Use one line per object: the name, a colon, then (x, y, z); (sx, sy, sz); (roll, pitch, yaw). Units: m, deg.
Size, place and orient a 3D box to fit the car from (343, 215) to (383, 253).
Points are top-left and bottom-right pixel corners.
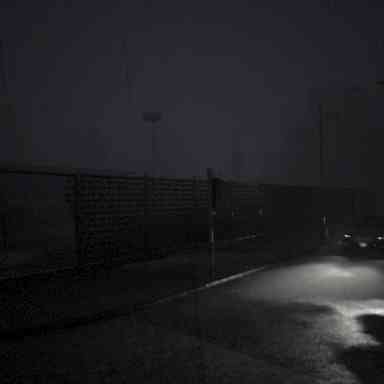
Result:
car: (8.163, 1.780, 14.614); (2.128, 1.511, 4.902); (-3, -2, 41)
